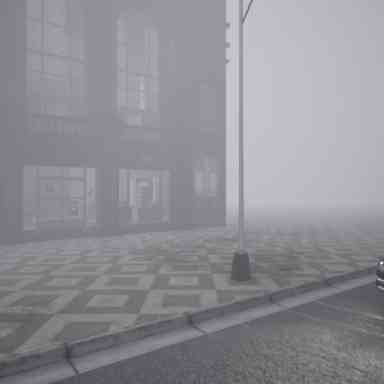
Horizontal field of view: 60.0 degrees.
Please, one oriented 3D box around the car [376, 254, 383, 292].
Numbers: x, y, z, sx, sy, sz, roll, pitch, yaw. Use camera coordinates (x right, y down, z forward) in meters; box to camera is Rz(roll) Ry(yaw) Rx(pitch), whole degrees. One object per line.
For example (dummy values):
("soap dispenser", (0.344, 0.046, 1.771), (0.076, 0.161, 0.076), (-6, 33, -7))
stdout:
("car", (6.072, 1.493, 7.565), (4.902, 1.511, 2.128), (0, 0, -35))
